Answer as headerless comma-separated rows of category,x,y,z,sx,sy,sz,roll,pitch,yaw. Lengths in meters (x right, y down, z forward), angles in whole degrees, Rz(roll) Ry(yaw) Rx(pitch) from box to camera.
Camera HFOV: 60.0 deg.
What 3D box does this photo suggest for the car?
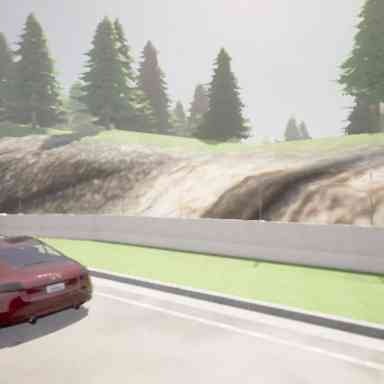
car,-3.970,1.630,6.854,4.181,1.385,1.994,-1,0,35
